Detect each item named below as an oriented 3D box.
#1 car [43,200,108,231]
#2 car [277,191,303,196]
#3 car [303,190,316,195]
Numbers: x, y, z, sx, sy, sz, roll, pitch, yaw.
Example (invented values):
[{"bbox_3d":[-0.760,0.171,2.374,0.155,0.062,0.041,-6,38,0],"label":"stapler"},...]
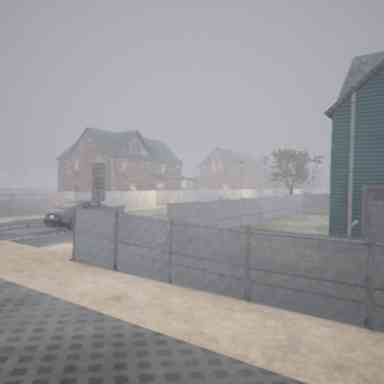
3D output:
[{"bbox_3d":[-5.483,1.115,17.381,1.994,1.385,4.181,2,2,35],"label":"car"},{"bbox_3d":[12.127,0.700,42.259,1.895,1.301,4.718,2,2,36],"label":"car"},{"bbox_3d":[17.693,0.466,50.230,1.837,1.490,4.892,2,2,35],"label":"car"}]
